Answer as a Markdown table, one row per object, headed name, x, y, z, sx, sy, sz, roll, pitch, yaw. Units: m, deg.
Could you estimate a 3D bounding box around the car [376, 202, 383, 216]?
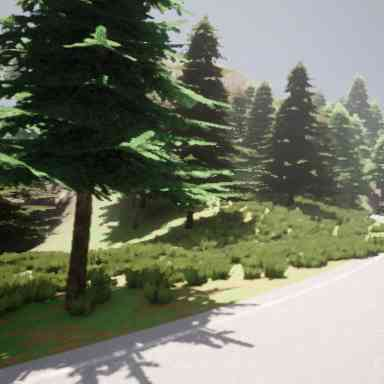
| name | x | y | z | sx | sy | sz | roll | pitch | yaw |
| --- | --- | --- | --- | --- | --- | --- | --- | --- | --- |
| car | 20.790 | 1.789 | 35.484 | 2.128 | 1.511 | 4.902 | 3 | -1 | 27 |
